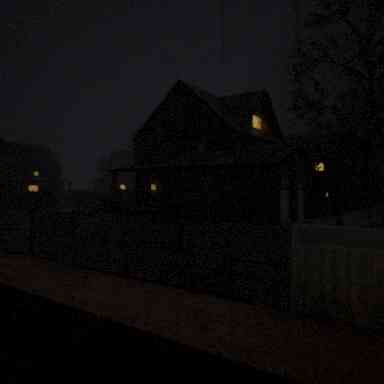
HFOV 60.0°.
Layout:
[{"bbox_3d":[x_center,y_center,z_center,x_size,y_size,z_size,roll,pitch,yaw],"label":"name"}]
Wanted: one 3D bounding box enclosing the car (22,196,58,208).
[{"bbox_3d":[-15.274,1.031,31.317,1.895,1.301,4.718,1,2,35],"label":"car"}]
